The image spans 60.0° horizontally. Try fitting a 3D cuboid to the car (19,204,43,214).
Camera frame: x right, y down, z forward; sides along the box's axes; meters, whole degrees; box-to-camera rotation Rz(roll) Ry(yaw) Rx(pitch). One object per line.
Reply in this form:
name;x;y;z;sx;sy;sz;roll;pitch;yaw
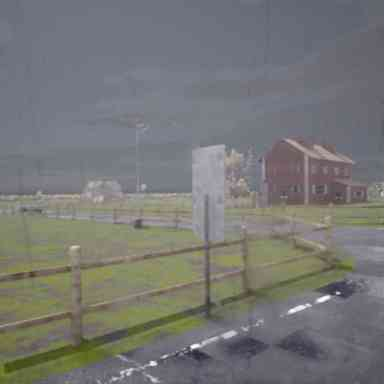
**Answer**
car;-23.295;2.406;47.955;2.033;1.411;5.357;-1;-1;-45
